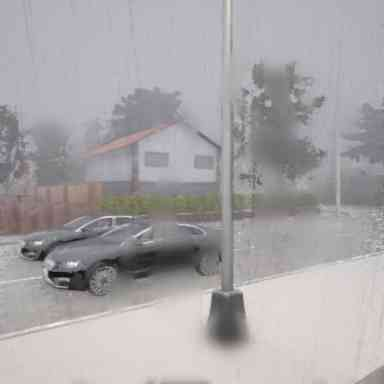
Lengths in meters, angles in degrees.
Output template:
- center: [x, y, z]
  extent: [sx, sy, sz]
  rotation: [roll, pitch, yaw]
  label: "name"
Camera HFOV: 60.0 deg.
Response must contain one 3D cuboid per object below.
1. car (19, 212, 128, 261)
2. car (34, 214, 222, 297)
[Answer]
- center: [-3.226, 1.487, 11.517]
  extent: [4.902, 1.511, 2.128]
  rotation: [0, 0, -35]
  label: "car"
- center: [-1.190, 1.487, 8.669]
  extent: [4.902, 1.511, 2.128]
  rotation: [0, 0, -35]
  label: "car"
